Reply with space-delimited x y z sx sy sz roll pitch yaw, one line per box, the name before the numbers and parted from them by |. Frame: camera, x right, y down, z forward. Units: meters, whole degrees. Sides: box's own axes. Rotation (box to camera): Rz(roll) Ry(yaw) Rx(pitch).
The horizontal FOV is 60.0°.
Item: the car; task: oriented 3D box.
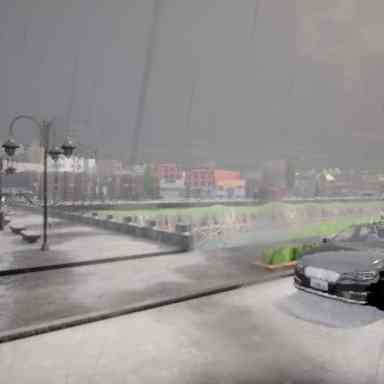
car | 4.412 1.491 7.756 4.902 1.511 2.128 0 0 -36
